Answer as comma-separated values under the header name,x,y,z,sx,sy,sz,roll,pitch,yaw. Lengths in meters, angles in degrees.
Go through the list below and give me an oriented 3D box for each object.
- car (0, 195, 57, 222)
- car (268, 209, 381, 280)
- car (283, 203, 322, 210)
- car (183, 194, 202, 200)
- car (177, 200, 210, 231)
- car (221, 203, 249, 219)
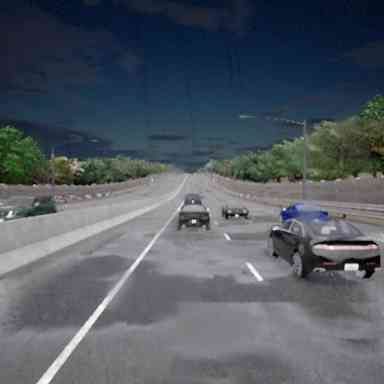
name,x,y,z,sx,sy,sz,roll,pitch,yaw
car,-10.574,1.219,21.231,2.150,2.045,5.566,0,0,0
car,3.601,1.483,9.929,2.128,1.511,4.902,0,0,0
car,7.103,1.475,21.542,1.882,1.535,5.008,0,0,0
car,0.105,1.208,42.260,2.150,2.045,5.566,0,0,0
car,0.103,1.474,20.830,1.882,1.535,5.008,0,0,0
car,3.604,1.605,28.769,1.895,1.301,4.718,0,0,0
